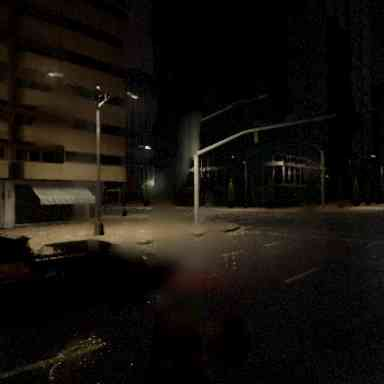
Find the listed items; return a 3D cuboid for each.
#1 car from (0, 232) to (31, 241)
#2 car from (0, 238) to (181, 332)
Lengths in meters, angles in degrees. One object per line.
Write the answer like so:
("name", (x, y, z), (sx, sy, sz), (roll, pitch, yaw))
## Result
("car", (-6.518, 1.644, 8.093), (4.902, 1.511, 2.128), (0, -1, -37))
("car", (-2.606, 1.700, 6.693), (4.718, 1.301, 1.895), (0, -1, -41))
